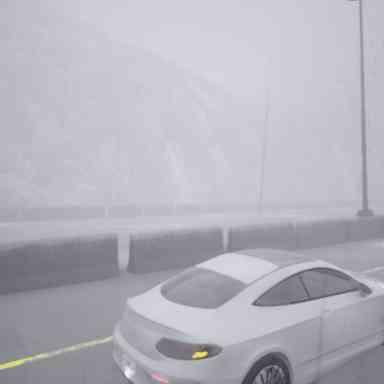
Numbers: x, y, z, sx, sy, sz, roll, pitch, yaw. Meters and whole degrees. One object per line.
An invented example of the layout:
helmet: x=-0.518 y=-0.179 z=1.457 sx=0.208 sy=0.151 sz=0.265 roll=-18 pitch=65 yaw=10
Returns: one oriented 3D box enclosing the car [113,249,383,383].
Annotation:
car: x=1.250 y=1.550 z=4.638 sx=4.674 sy=1.442 sz=1.812 roll=1 pitch=0 yaw=-36
